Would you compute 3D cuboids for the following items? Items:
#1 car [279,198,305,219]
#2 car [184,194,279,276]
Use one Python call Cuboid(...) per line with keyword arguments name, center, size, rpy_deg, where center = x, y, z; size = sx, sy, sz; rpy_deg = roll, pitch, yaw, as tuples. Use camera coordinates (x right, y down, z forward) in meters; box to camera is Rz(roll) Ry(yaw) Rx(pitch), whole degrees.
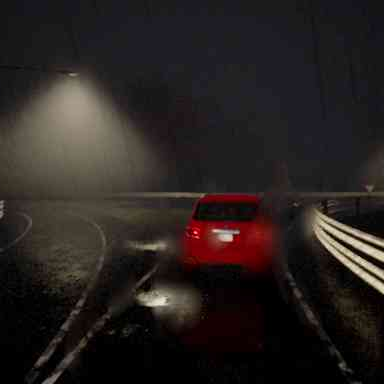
Cuboid(name="car", center=(6.905, 1.151, 24.330), size=(1.994, 1.385, 4.181), rpy_deg=(1, 1, 31))
Cuboid(name="car", center=(1.270, 1.052, 10.013), size=(2.150, 2.045, 5.566), rpy_deg=(0, 1, 11))
